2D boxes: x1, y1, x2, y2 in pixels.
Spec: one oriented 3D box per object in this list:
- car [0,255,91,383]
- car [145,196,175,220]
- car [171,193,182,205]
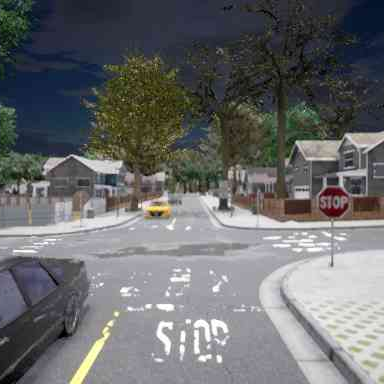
[{"bbox_3d":[-2.744,1.546,3.845,2.033,1.411,5.357,0,0,0],"label":"car"},{"bbox_3d":[-2.698,1.386,27.589,1.882,1.535,5.008,0,1,0],"label":"car"},{"bbox_3d":[-2.648,1.036,52.543,2.097,1.767,4.553,0,0,0],"label":"car"}]
